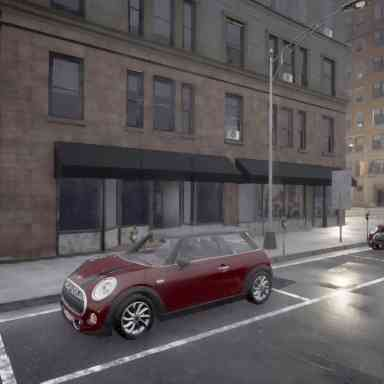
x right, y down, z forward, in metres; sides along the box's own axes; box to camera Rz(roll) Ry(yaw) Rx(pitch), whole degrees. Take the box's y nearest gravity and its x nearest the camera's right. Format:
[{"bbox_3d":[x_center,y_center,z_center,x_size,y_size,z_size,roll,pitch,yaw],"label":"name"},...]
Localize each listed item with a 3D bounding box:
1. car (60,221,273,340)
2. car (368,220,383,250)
[{"bbox_3d":[-0.362,1.441,6.488,4.097,1.590,1.967,0,0,-35],"label":"car"},{"bbox_3d":[8.598,1.445,12.845,4.097,1.590,1.967,0,0,-35],"label":"car"}]
